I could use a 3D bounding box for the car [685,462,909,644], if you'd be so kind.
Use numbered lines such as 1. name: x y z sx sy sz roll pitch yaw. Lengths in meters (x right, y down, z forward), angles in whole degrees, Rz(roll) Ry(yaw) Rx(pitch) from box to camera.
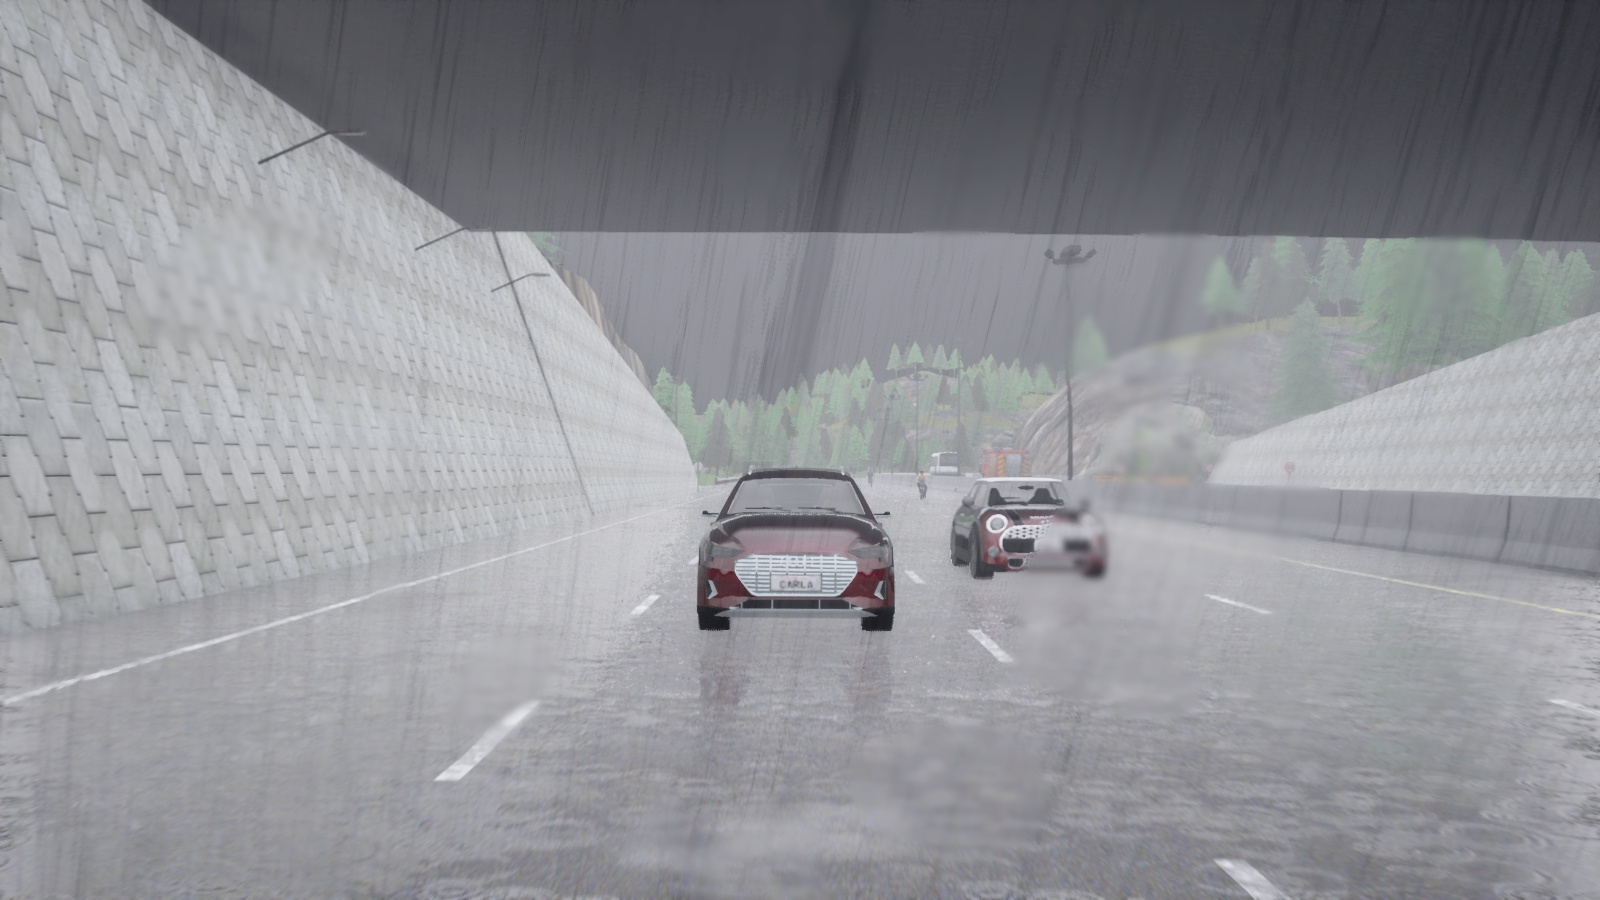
1. car: -0.034 0.977 13.877 2.033 1.649 4.856 0 -1 0

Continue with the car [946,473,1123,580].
1. car: 3.453 1.088 19.215 1.970 1.475 3.806 0 -1 0
